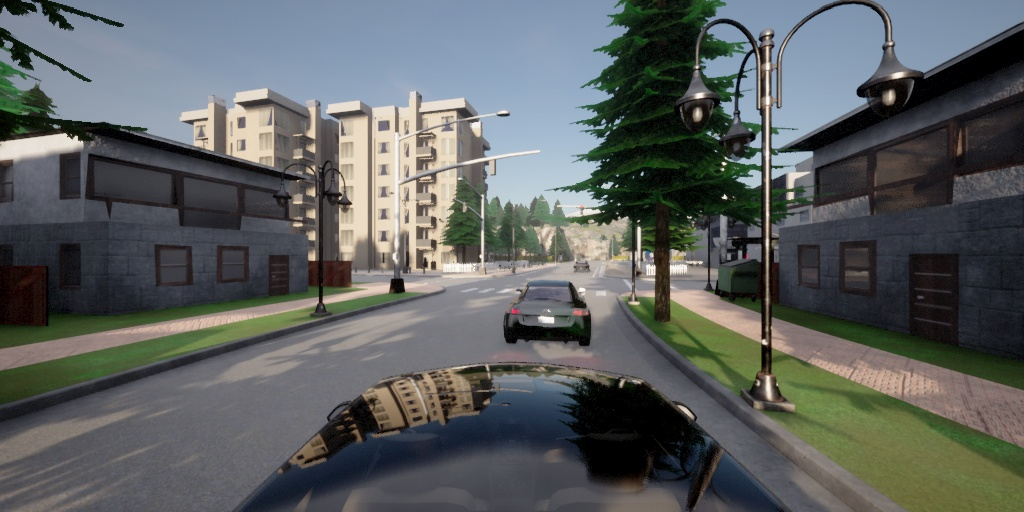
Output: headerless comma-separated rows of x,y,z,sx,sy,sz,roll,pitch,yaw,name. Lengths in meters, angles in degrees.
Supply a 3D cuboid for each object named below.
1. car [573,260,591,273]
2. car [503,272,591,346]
8.770,1.275,44.914,2.128,1.511,4.902,0,0,14,car
1.011,1.314,9.513,1.994,1.385,4.181,0,0,9,car
